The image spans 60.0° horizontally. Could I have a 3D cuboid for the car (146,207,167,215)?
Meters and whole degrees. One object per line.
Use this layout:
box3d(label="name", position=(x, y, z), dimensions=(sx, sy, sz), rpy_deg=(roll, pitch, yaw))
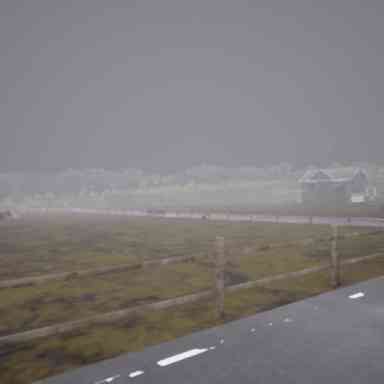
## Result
box3d(label="car", position=(-6.232, 3.381, 58.804), dimensions=(1.895, 1.301, 4.718), rpy_deg=(-3, 0, -36))
